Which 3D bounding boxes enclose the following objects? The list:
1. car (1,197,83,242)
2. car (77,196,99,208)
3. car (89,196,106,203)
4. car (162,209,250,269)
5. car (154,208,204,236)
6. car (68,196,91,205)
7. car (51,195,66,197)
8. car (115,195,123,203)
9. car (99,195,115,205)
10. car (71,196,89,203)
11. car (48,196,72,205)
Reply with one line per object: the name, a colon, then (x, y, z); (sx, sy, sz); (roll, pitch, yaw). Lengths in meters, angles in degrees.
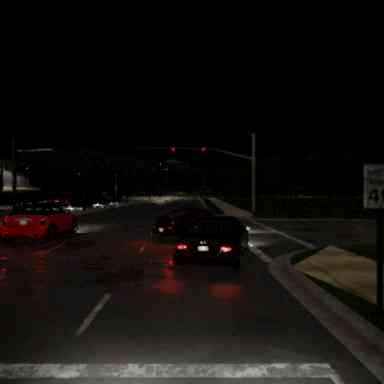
car: (-7.230, 1.327, 16.280); (2.097, 1.767, 4.553); (0, 0, -2)
car: (-15.638, 1.477, 47.801); (2.033, 1.411, 5.357); (0, 0, 1)
car: (-18.849, 1.499, 66.444); (1.895, 1.301, 4.718); (0, 0, 1)
car: (0.870, 1.530, 11.203); (2.033, 1.411, 5.357); (0, 0, 13)
car: (0.184, 1.500, 16.625); (1.812, 1.442, 4.674); (-1, -1, 42)
car: (-18.979, 1.465, 56.488); (2.033, 1.411, 5.357); (0, 0, 1)
car: (-19.151, 1.284, 47.078); (2.097, 1.767, 4.553); (0, 0, 1)
car: (-15.327, 1.399, 68.037); (1.837, 1.490, 4.892); (0, 0, 1)
car: (-15.461, 1.462, 57.860); (2.033, 1.411, 5.357); (0, 0, 1)
car: (-22.347, 1.455, 66.549); (1.994, 1.385, 4.181); (0, 0, 1)
car: (-22.475, 1.409, 56.790); (2.128, 1.511, 4.902); (0, 0, 1)
